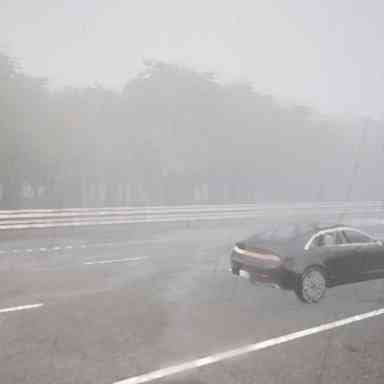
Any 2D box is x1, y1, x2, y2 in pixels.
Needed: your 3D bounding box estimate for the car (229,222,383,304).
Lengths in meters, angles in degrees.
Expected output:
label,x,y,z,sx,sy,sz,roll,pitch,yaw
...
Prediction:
label,x,y,z,sx,sy,sz,roll,pitch,yaw
car,3.216,1.484,8.054,4.902,1.511,2.128,0,0,-28
